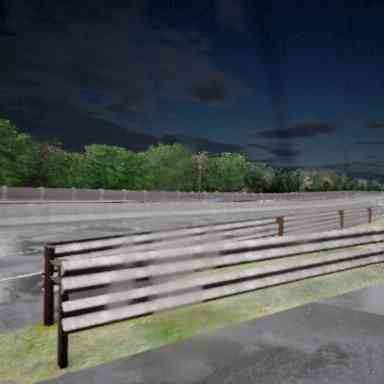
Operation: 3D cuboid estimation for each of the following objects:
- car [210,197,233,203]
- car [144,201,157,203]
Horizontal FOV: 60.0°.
[{"bbox_3d":[5.288,1.975,59.524,2.150,2.045,5.566,0,-1,38],"label":"car"},{"bbox_3d":[-5.791,1.969,45.138,1.994,1.385,4.181,0,-1,38],"label":"car"}]
